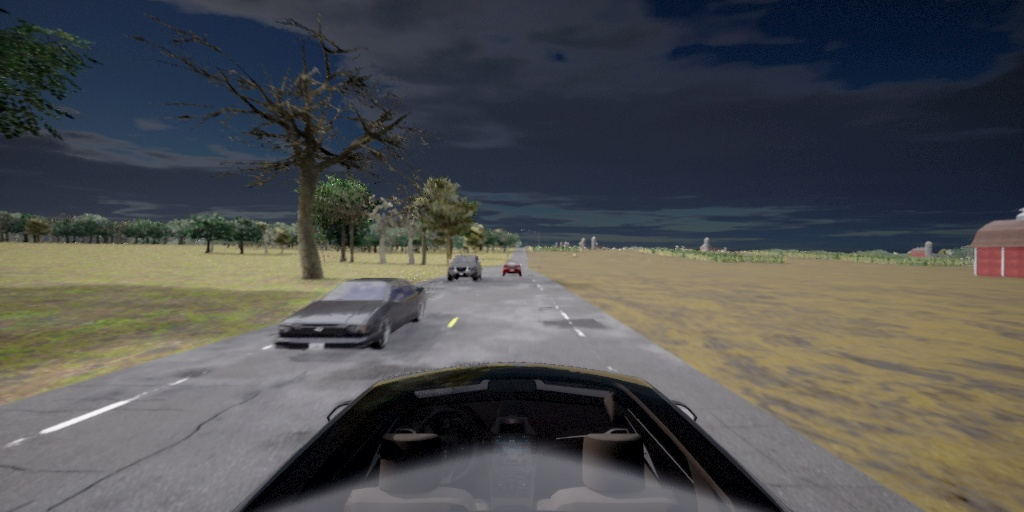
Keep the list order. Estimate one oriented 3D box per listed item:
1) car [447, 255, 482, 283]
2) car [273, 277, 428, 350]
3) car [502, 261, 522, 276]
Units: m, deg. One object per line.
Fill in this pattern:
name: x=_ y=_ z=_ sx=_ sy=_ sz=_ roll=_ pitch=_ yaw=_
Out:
car: x=-3.566 y=0.923 z=27.982 sx=2.150 sy=2.045 sz=5.566 roll=0 pitch=0 yaw=0
car: x=-3.593 y=1.270 z=9.267 sx=2.033 sy=1.411 sz=5.357 roll=0 pitch=0 yaw=0
car: x=0.008 y=1.230 z=36.957 sx=1.882 sy=1.535 sz=5.008 roll=0 pitch=0 yaw=0
